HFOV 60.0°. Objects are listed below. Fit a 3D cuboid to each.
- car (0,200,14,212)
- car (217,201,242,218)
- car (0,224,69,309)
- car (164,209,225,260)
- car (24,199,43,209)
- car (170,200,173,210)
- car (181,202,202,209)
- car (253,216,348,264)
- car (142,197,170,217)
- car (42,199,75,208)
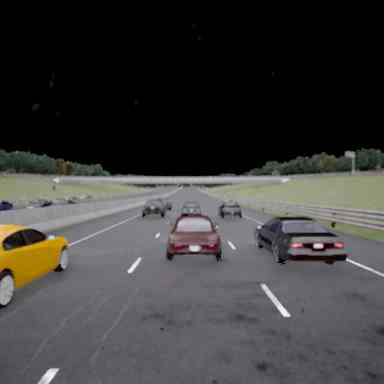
[{"bbox_3d":[-21.286,1.670,36.433,1.812,1.442,4.674,0,0,-1],"label":"car"},{"bbox_3d":[3.447,1.601,30.909,2.128,1.511,4.902,0,0,0],"label":"car"},{"bbox_3d":[-4.568,1.507,7.948,1.882,1.535,5.008,0,0,0],"label":"car"},{"bbox_3d":[0.074,1.567,12.522,1.812,1.442,4.674,0,0,0],"label":"car"},{"bbox_3d":[-17.812,1.637,39.024,2.128,1.511,4.902,0,0,0],"label":"car"},{"bbox_3d":[-3.741,1.488,44.609,2.097,1.767,4.553,0,0,0],"label":"car"},{"bbox_3d":[-0.053,1.661,31.159,2.033,1.411,5.357,0,0,0],"label":"car"},{"bbox_3d":[3.566,1.583,11.923,2.033,1.411,5.357,0,0,0],"label":"car"},{"bbox_3d":[-3.607,1.472,32.584,2.097,1.767,4.553,0,0,0],"label":"car"},{"bbox_3d":[-14.295,1.644,36.827,1.837,1.490,4.892,0,0,0],"label":"car"}]
